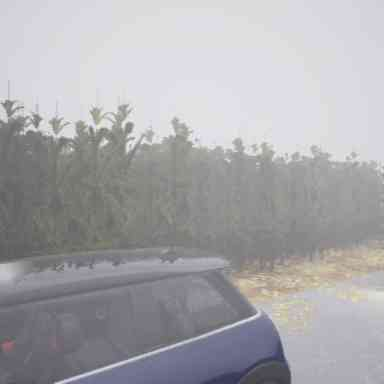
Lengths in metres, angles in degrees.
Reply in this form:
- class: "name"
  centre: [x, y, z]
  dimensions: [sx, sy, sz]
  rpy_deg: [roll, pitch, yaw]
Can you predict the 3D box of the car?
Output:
- class: "car"
  centre: [-1.356, 1.354, 2.520]
  dimensions: [4.553, 1.767, 2.097]
  rpy_deg: [1, 0, -35]
